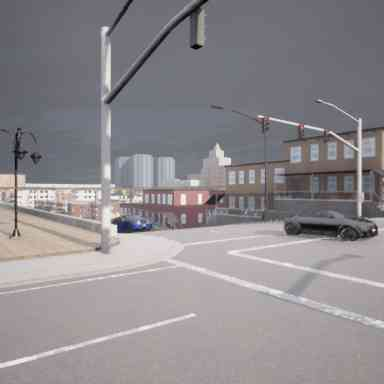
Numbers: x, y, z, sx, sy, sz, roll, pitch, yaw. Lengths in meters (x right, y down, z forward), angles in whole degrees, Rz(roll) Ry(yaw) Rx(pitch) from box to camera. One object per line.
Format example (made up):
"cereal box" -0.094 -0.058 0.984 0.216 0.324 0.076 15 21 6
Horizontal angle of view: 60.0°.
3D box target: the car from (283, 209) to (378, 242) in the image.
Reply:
"car" 6.599 1.512 16.124 4.181 1.385 1.994 0 0 44

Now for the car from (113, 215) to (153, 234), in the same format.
"car" -5.928 3.212 32.145 2.150 2.045 5.566 0 -12 -36
